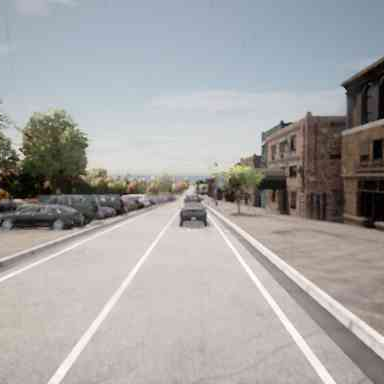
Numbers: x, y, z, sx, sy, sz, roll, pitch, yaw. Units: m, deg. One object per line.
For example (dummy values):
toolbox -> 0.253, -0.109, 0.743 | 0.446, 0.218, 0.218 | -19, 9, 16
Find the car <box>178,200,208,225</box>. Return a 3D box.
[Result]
car -> 0.089, 1.507, 23.692 | 1.837, 1.490, 4.892 | 0, -1, 0

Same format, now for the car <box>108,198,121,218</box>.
car -> -8.863, 1.509, 27.887 | 4.892, 1.521, 2.231 | 0, 0, 0

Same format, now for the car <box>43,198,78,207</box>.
car -> -21.969, 1.766, 55.708 | 5.008, 1.535, 2.097 | 0, -1, 0

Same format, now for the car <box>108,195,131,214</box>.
car -> -8.886, 1.279, 30.694 | 5.566, 2.045, 2.435 | 0, 0, 0

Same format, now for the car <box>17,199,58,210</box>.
car -> -21.930, 1.712, 47.353 | 4.792, 1.488, 2.163 | 0, -1, 0

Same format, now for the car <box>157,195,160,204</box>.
car -> -9.090, 1.828, 61.522 | 5.366, 1.575, 1.946 | 0, -1, 0

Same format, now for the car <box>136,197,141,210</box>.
car -> -8.860, 1.606, 39.101 | 4.892, 1.521, 2.231 | 0, -1, 0

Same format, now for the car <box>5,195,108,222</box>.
car -> -8.885, 1.225, 22.284 | 5.566, 2.045, 2.435 | 0, 0, 0

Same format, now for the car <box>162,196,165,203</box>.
car -> -8.895, 2.001, 72.735 | 4.792, 1.488, 2.163 | 0, -1, 0

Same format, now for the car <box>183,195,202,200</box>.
car -> 0.082, 1.379, 41.070 | 2.150, 2.045, 5.566 | 0, 0, 0

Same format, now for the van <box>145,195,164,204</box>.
van -> -8.818, 1.816, 78.344 | 4.442, 1.987, 1.878 | 0, -1, 0

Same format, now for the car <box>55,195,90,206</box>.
car -> -21.955, 1.578, 61.279 | 5.566, 2.045, 2.435 | 0, -1, 0

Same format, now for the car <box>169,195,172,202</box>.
car -> -8.926, 1.930, 89.556 | 5.566, 2.045, 2.435 | 0, -1, 0

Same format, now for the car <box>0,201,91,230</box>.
car -> -8.851, 1.467, 19.482 | 4.892, 1.521, 2.231 | 0, 0, 0

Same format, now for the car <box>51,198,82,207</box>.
car -> -21.976, 1.835, 58.368 | 4.674, 1.452, 2.002 | 0, -1, 0

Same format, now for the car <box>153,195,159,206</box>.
car -> -8.894, 1.797, 58.723 | 5.008, 1.535, 2.097 | 0, -1, 0

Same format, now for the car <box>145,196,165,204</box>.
car -> -8.971, 1.951, 81.146 | 4.553, 1.767, 2.185 | 0, -1, 0

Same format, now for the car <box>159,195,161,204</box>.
car -> -8.939, 1.896, 64.325 | 4.792, 1.488, 2.163 | 0, -1, 0

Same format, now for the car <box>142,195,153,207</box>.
car -> -8.908, 1.431, 47.513 | 5.566, 2.045, 2.435 | 0, -1, 0

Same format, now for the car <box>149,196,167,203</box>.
car -> -8.918, 2.021, 86.752 | 4.553, 1.767, 2.185 | 0, -1, 0

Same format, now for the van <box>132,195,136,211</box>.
van -> -8.747, 1.353, 36.299 | 4.442, 1.987, 1.878 | 0, -1, 0

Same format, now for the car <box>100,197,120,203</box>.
car -> -22.039, 2.179, 89.159 | 4.892, 1.521, 2.231 | 0, -1, 0

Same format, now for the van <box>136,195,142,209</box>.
van -> -8.987, 1.405, 41.905 | 4.442, 1.987, 1.878 | 0, -1, 0

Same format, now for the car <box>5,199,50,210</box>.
car -> -21.949, 1.656, 44.569 | 5.008, 1.535, 2.097 | 0, -1, 0

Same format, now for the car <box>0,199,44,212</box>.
car -> -21.764, 1.627, 41.783 | 5.366, 1.575, 1.946 | 0, -1, 0

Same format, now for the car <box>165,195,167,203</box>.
car -> -8.924, 2.006, 75.538 | 5.008, 1.535, 2.097 | 0, -1, 0

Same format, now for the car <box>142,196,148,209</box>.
car -> -8.870, 1.656, 44.707 | 5.008, 1.535, 2.097 | 0, -1, 0

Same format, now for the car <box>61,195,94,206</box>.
car -> -21.960, 1.612, 63.940 | 5.566, 2.045, 2.435 | 0, -1, 0

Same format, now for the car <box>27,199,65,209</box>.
car -> -21.993, 1.738, 50.138 | 4.792, 1.488, 2.163 | 0, -1, 0

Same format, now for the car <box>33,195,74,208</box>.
car -> -21.941, 1.484, 52.924 | 5.566, 2.045, 2.435 | 0, -1, 0

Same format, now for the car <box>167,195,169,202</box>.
car -> -8.913, 1.986, 83.949 | 4.553, 1.767, 2.185 | 0, -1, 0
